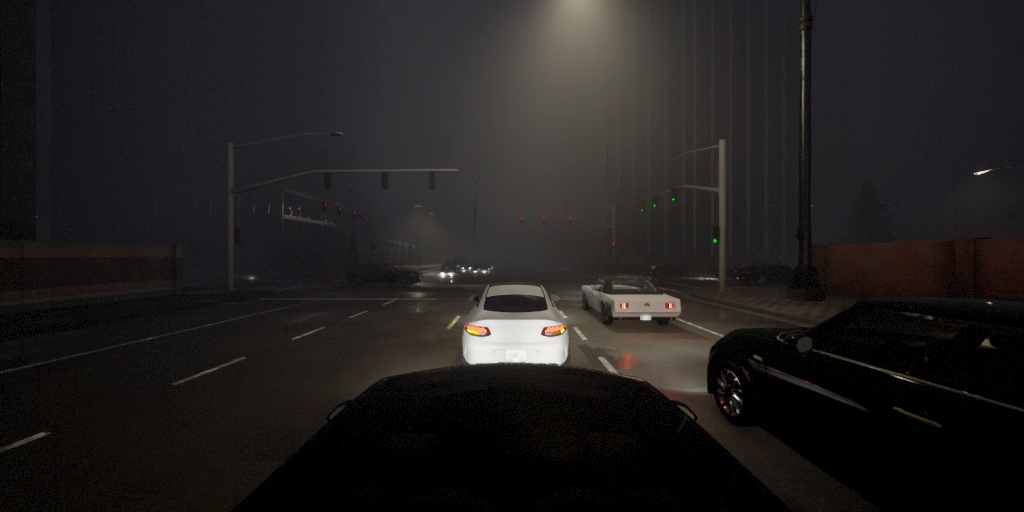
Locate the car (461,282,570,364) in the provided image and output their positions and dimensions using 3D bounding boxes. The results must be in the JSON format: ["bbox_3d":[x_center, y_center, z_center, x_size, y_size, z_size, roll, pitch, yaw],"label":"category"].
[{"bbox_3d":[0.060,1.275,7.538,1.812,1.442,4.674,0,0,0],"label":"car"}]

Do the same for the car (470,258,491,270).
[{"bbox_3d":[-4.416,1.308,50.778,1.994,1.385,4.181,0,0,-1],"label":"car"}]

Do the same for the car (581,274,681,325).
[{"bbox_3d":[3.564,1.350,11.755,1.895,1.301,4.718,0,0,0],"label":"car"}]

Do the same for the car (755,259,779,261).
[{"bbox_3d":[24.235,1.098,35.186,4.553,1.767,2.097,0,0,0],"label":"car"}]

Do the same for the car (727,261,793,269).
[{"bbox_3d":[17.785,1.252,24.429,4.892,1.490,1.837,0,0,-1],"label":"car"}]

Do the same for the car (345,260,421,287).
[{"bbox_3d":[-8.633,1.238,24.181,4.902,1.511,2.128,0,0,-1],"label":"car"}]

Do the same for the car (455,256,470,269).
[{"bbox_3d":[-7.991,0.965,56.059,2.150,2.045,5.566,0,0,-1],"label":"car"}]

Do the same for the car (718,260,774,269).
[{"bbox_3d":[20.194,1.311,31.651,4.181,1.385,1.994,0,0,-1],"label":"car"}]

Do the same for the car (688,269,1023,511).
[{"bbox_3d":[3.600,1.102,2.853,2.097,1.767,4.553,0,0,0],"label":"car"}]

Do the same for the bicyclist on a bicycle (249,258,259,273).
[{"bbox_3d":[-28.403,1.046,39.478,0.582,1.620,1.656,0,0,-1],"label":"bicyclist on a bicycle"}]

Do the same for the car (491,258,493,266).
[{"bbox_3d":[-4.538,1.269,59.394,1.812,1.442,4.674,0,0,-1],"label":"car"}]

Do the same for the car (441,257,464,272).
[{"bbox_3d":[-7.885,1.236,46.213,2.128,1.511,4.902,0,0,1],"label":"car"}]

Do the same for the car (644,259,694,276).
[{"bbox_3d":[15.343,1.098,35.106,4.553,1.767,2.097,0,0,0],"label":"car"}]
